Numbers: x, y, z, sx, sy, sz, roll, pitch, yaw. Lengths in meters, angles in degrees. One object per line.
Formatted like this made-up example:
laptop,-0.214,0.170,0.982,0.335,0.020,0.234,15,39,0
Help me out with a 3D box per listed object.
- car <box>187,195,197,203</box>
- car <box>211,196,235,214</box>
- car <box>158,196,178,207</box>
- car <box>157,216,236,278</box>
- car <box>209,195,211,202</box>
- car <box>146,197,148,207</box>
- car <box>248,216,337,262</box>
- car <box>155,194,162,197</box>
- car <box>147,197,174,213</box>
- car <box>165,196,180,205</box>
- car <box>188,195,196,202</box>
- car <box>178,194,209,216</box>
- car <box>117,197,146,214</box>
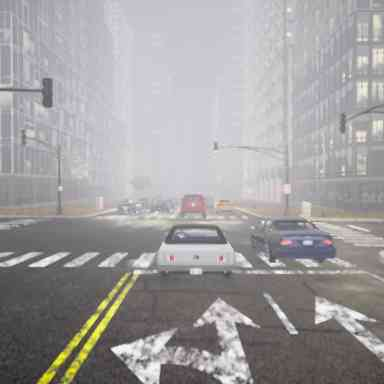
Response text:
car,-0.001,1.436,66.868,1.812,1.442,4.674,0,0,0
car,3.350,1.439,35.130,1.882,1.535,5.008,0,0,0
car,-3.320,1.547,45.820,1.895,1.301,4.718,0,0,0
car,0.103,1.614,10.043,1.895,1.301,4.718,0,-1,0
car,3.249,1.388,66.729,1.882,1.535,5.008,0,0,0
car,-6.554,1.425,45.096,1.882,1.535,5.008,0,0,-1
car,3.344,1.591,12.113,2.033,1.411,5.357,0,-2,0
car,-6.501,1.495,54.996,1.994,1.385,4.181,0,0,0
car,-3.340,1.524,35.859,1.994,1.385,4.181,0,0,0
car,-3.251,1.421,56.207,2.128,1.511,4.902,0,0,0
car,-0.001,1.416,76.669,1.812,1.442,4.674,0,0,0
car,0.110,1.182,30.011,2.150,2.045,5.566,0,0,0
car,-6.595,1.453,35.422,2.128,1.511,4.902,0,0,0
